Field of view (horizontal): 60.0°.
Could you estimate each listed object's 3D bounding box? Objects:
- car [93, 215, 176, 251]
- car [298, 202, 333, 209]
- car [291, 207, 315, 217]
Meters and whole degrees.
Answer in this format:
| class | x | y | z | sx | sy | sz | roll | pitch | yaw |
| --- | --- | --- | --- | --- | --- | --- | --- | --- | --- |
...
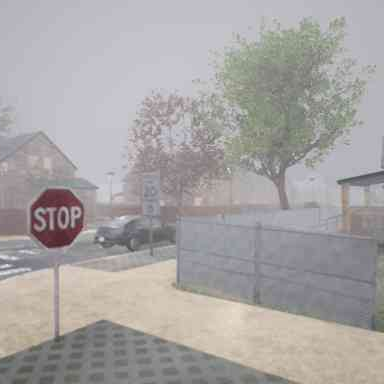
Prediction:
| class | x | y | z | sx | sy | sz | roll | pitch | yaw |
| --- | --- | --- | --- | --- | --- | --- | --- | --- | --- |
| car | -2.372 | 1.806 | 15.437 | 1.812 | 1.442 | 4.674 | -2 | -2 | 35 |
| car | 15.188 | 2.195 | 40.699 | 2.150 | 2.045 | 5.566 | -2 | -2 | 35 |
| car | 15.399 | 2.747 | 45.904 | 1.895 | 1.301 | 4.718 | -2 | -2 | 35 |
